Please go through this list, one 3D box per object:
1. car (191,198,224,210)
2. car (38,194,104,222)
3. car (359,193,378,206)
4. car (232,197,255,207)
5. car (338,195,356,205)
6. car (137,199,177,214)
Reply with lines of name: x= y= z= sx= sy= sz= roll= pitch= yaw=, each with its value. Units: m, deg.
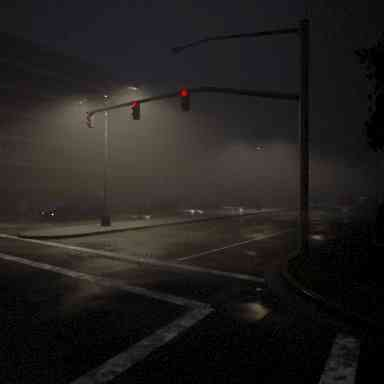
car: x=2.114 y=1.547 z=43.201 sx=2.033 sy=1.411 sz=5.357 roll=0 pitch=0 yaw=36
car: x=-9.535 y=1.222 z=27.110 sx=2.150 sy=2.045 sz=5.566 roll=0 pitch=0 yaw=36
car: x=28.715 y=1.221 z=54.042 sx=2.150 sy=2.045 sz=5.566 roll=0 pitch=0 yaw=36
car: x=7.979 y=1.505 z=51.241 sx=1.837 sy=1.490 sz=4.892 roll=0 pitch=0 yaw=36
car: x=26.647 y=1.352 z=57.155 sx=2.097 sy=1.767 sz=4.553 roll=0 pitch=0 yaw=36
car: x=-3.671 y=1.478 z=35.210 sx=1.882 sy=1.535 sz=5.008 roll=0 pitch=0 yaw=36
